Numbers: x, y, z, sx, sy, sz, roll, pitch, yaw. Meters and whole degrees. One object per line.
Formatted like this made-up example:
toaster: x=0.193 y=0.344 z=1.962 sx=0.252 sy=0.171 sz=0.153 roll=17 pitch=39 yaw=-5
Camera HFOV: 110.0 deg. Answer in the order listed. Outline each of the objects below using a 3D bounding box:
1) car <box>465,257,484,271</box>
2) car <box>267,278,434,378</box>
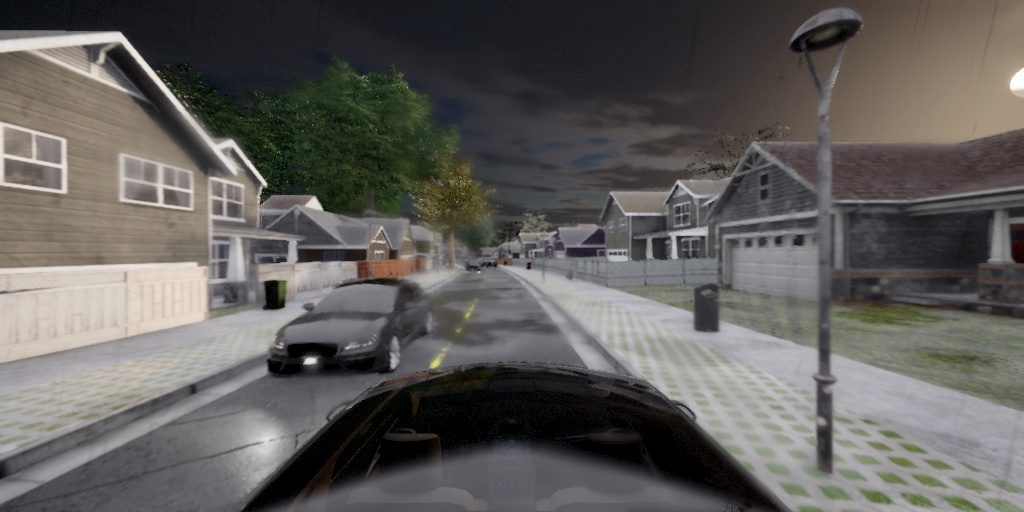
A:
car: x=-5.389 y=1.207 z=50.102 sx=2.097 sy=1.767 sz=4.553 roll=0 pitch=0 yaw=-6
car: x=-2.921 y=1.259 z=7.569 sx=1.837 sy=1.490 sz=4.892 roll=0 pitch=0 yaw=-1
